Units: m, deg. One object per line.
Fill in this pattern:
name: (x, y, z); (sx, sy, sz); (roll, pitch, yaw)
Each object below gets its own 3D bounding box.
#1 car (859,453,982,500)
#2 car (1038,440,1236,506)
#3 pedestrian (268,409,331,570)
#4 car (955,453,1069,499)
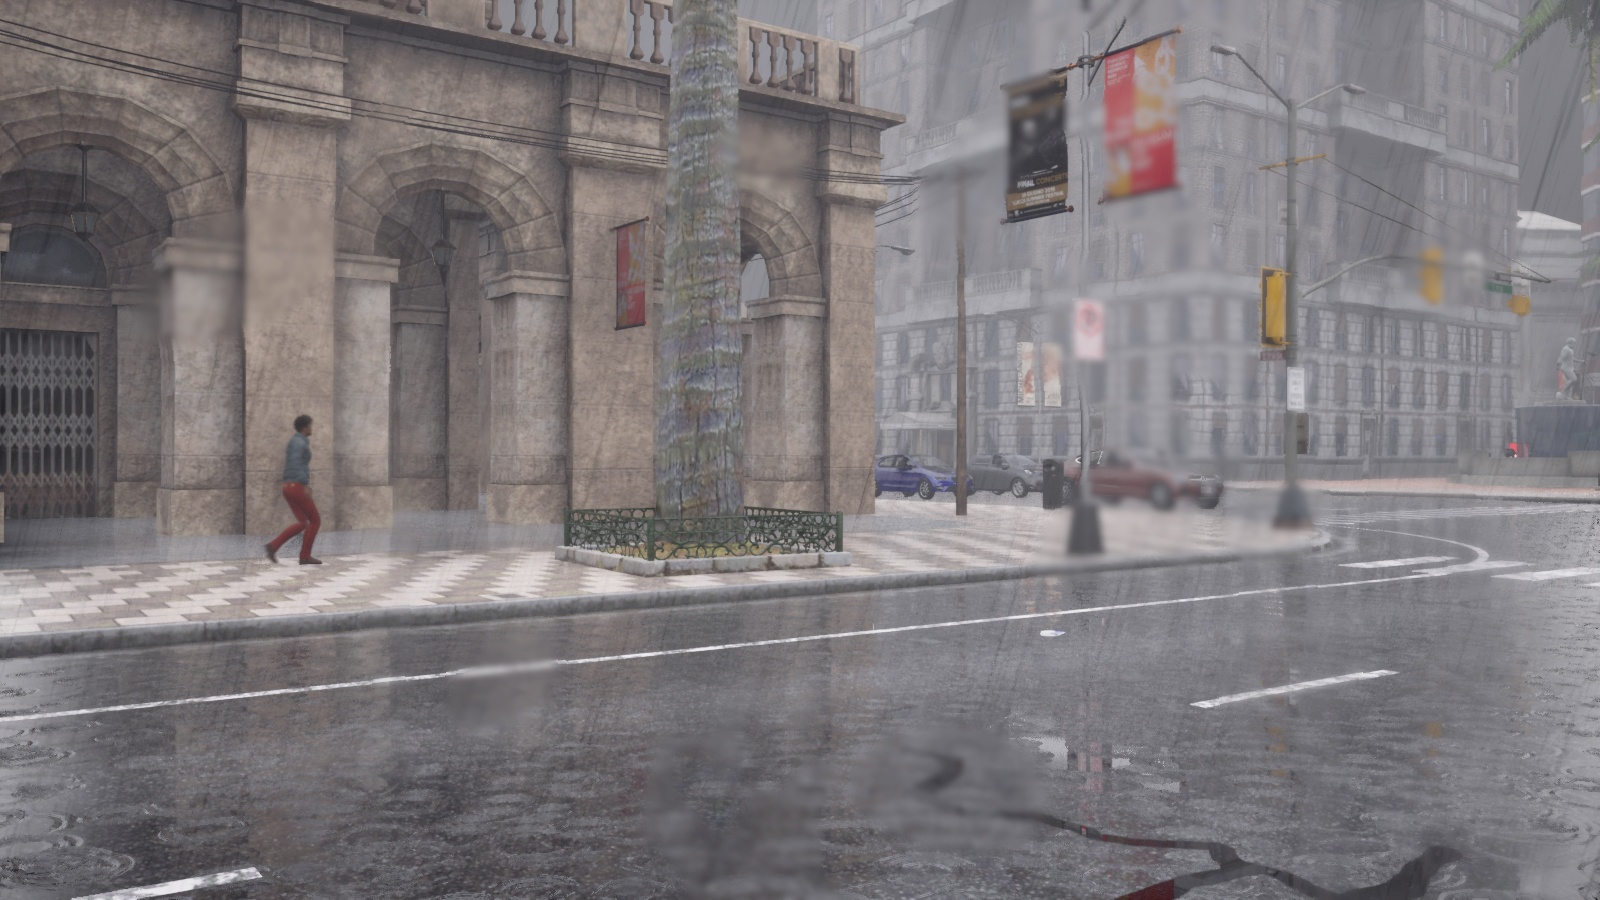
car: (3.948, 0.852, 41.834); (1.816, 1.474, 4.193); (0, 0, -34)
car: (9.144, 0.588, 34.468); (2.152, 1.651, 5.027); (0, 0, -35)
pedestrian: (-5.859, 0.450, 14.702); (0.614, 1.847, 0.353); (0, 0, -35)
car: (7.234, 0.849, 43.140); (1.845, 1.501, 3.633); (0, 0, -35)
